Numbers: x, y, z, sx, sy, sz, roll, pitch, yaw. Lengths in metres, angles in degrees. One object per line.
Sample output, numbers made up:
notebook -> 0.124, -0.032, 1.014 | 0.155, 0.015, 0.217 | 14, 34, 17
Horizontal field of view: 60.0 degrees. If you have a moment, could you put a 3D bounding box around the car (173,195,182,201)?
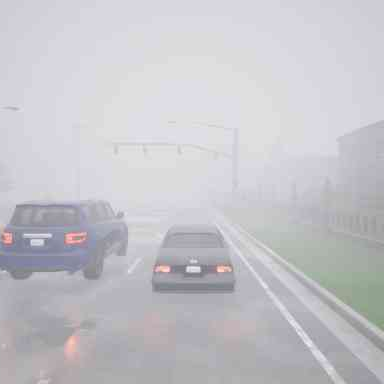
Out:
car -> -3.633, 1.469, 82.575 | 1.882, 1.535, 5.008 | 0, 0, 0

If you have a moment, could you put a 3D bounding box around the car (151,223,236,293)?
car -> 0.043, 1.547, 8.964 | 2.033, 1.411, 5.357 | 0, 0, 0

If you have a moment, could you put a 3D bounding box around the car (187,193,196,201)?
car -> -0.133, 1.217, 82.611 | 2.150, 2.045, 5.566 | 0, 0, 0

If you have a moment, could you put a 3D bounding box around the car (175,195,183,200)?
car -> -3.650, 1.428, 93.025 | 1.895, 1.301, 4.718 | 0, 0, 0

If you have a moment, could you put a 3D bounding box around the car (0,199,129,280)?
car -> -3.450, 1.221, 10.120 | 2.150, 2.045, 5.566 | 0, 0, 0

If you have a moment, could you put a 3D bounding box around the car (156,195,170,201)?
car -> -7.134, 1.588, 83.016 | 1.895, 1.301, 4.718 | 0, 0, 0

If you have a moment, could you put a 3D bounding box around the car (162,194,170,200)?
car -> -7.150, 1.385, 92.989 | 1.994, 1.385, 4.181 | 0, 0, 0

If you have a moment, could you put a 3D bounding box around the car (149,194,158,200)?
car -> -10.650, 1.310, 92.983 | 1.882, 1.535, 5.008 | 0, 0, 0

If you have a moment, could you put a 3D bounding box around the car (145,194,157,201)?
car -> -10.634, 1.517, 82.980 | 1.812, 1.442, 4.674 | 0, 0, 0
